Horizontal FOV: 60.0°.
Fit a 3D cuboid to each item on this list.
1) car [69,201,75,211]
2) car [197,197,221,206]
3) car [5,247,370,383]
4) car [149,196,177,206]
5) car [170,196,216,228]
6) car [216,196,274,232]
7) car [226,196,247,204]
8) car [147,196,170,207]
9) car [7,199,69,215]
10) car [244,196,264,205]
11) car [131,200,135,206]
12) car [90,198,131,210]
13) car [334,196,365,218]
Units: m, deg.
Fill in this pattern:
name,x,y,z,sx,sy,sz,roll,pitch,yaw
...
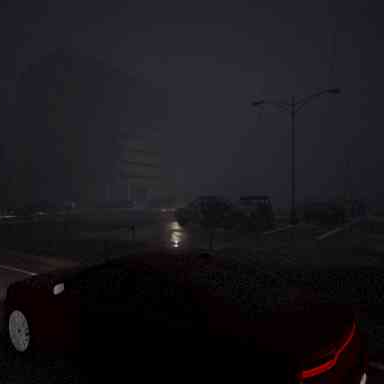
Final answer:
name,x,y,z,sx,sy,sz,roll,pitch,yaw
car,-16.166,1.526,39.426,1.812,1.442,4.674,0,0,34
car,2.798,1.526,54.773,1.812,1.442,4.674,0,0,34
car,-0.520,1.478,4.360,5.008,1.535,1.882,0,0,35
car,-4.797,1.492,56.319,2.128,1.511,4.902,0,0,34
car,0.953,1.153,20.722,1.932,1.855,4.605,0,0,34
car,3.321,1.156,19.057,1.905,1.878,3.866,0,0,34
car,8.545,1.492,63.351,2.128,1.511,4.902,0,0,34
car,-4.698,1.492,50.230,2.128,1.511,4.902,0,0,34
car,-15.715,1.547,33.838,2.033,1.411,5.357,0,0,34
car,11.509,1.526,61.496,1.812,1.442,4.674,0,0,34
car,-10.505,1.547,47.882,2.033,1.411,5.357,0,0,33
car,-10.372,1.601,41.800,1.895,1.301,4.718,0,0,34
car,15.344,1.395,32.012,1.970,1.475,3.806,0,0,34
